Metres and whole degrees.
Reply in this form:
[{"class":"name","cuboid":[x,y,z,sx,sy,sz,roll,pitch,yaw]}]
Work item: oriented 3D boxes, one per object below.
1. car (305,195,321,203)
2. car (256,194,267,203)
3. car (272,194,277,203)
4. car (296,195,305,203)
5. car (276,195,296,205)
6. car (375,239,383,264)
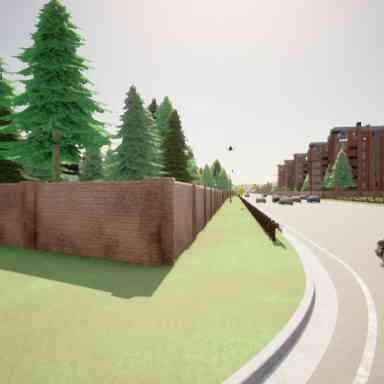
[{"class":"car","cuboid":[24.550,1.486,67.271,1.882,1.535,5.008,0,0,7]},{"class":"car","cuboid":[14.013,1.555,67.635,2.033,1.411,5.357,0,0,7]},{"class":"car","cuboid":[17.653,1.486,68.530,1.882,1.535,5.008,0,0,7]},{"class":"car","cuboid":[21.124,1.533,68.085,1.812,1.442,4.674,0,0,7]},{"class":"car","cuboid":[16.467,1.571,58.603,1.994,1.385,4.181,0,0,8]},{"class":"car","cuboid":[6.307,1.549,7.868,2.033,1.411,5.357,0,0,7]}]
